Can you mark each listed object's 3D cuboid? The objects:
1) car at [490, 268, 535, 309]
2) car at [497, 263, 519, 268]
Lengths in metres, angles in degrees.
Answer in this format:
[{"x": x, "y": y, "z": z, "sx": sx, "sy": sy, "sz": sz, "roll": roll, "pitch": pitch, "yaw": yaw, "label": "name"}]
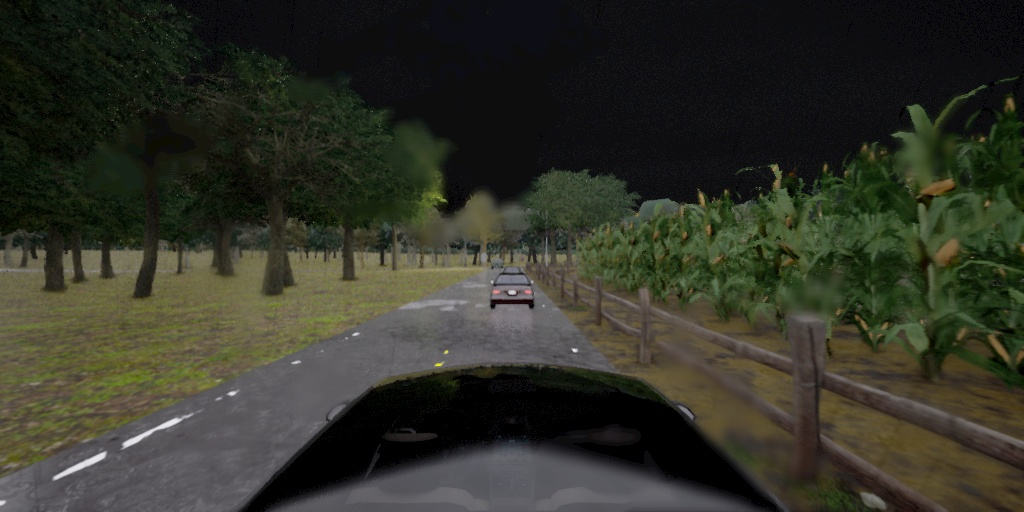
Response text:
[{"x": 0.008, "y": 1.430, "z": 15.849, "sx": 2.033, "sy": 1.411, "sz": 5.357, "roll": 0, "pitch": 0, "yaw": 0, "label": "car"}, {"x": 0.018, "y": 1.579, "z": 31.157, "sx": 1.994, "sy": 1.385, "sz": 4.181, "roll": 0, "pitch": 0, "yaw": 0, "label": "car"}]
